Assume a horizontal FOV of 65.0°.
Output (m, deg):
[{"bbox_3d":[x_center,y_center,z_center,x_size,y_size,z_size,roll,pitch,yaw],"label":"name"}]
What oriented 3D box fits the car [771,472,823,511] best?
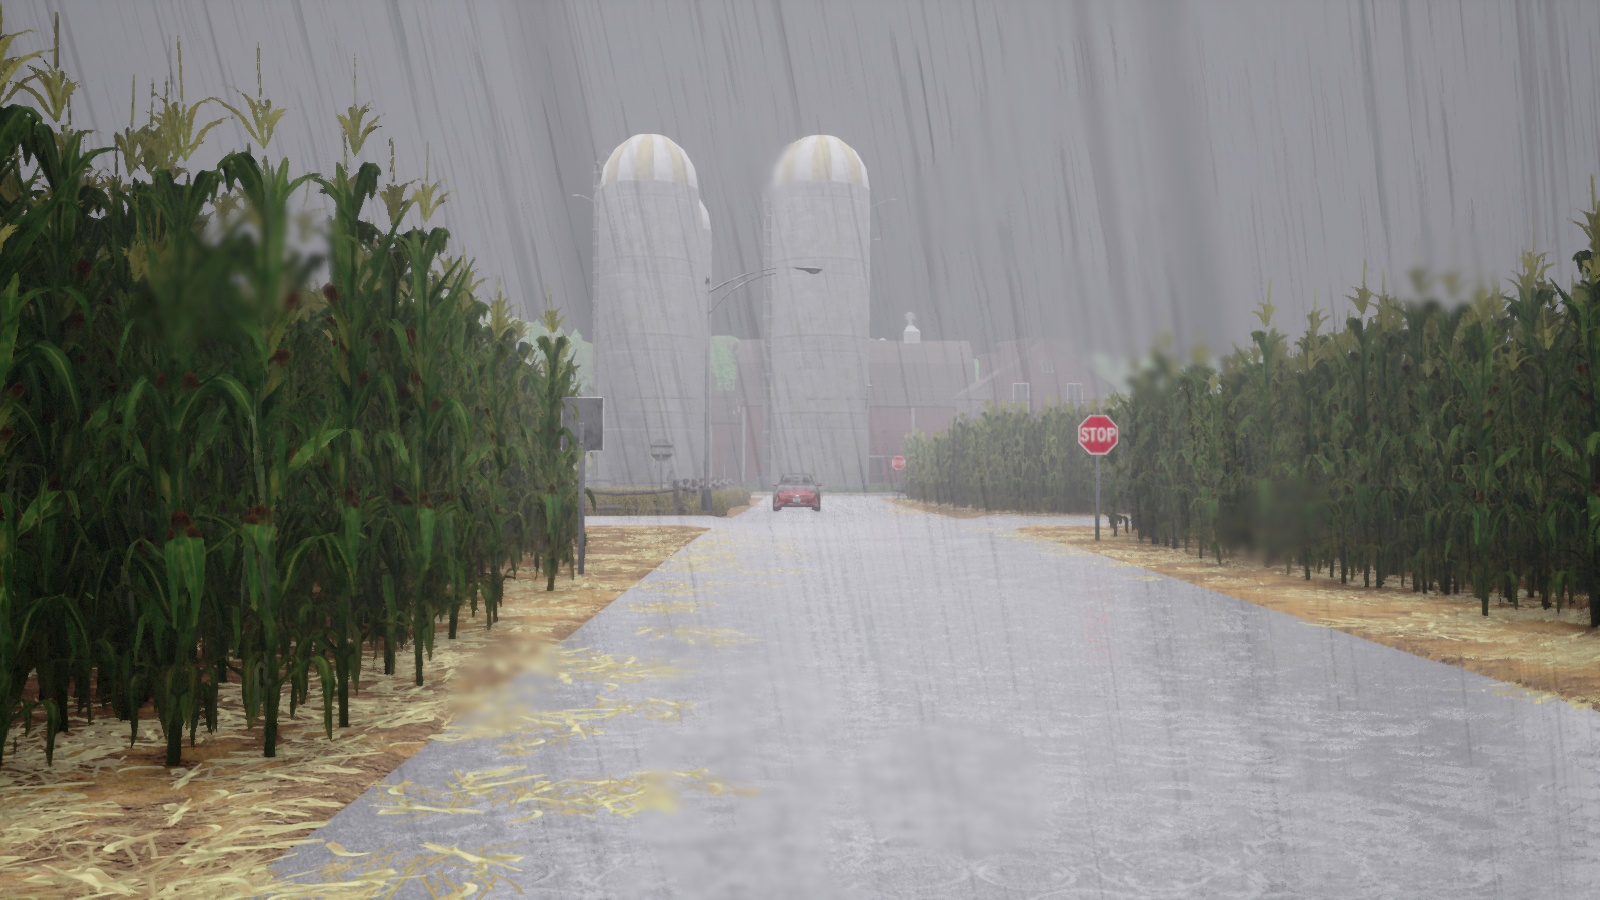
[{"bbox_3d":[-0.117,1.654,50.665,2.007,1.525,4.514,0,-1,0],"label":"car"}]
